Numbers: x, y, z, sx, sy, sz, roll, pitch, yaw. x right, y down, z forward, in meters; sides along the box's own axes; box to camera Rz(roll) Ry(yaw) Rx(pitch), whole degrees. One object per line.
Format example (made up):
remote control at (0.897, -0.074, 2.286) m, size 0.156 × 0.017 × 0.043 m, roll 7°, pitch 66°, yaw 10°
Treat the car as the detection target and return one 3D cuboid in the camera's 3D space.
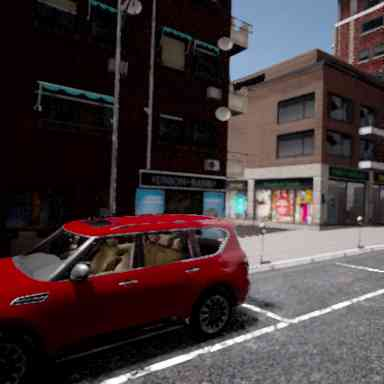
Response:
car at (-1.271, 1.337, 5.158) m, size 5.009 × 1.841 × 2.192 m, roll 1°, pitch 1°, yaw -35°
